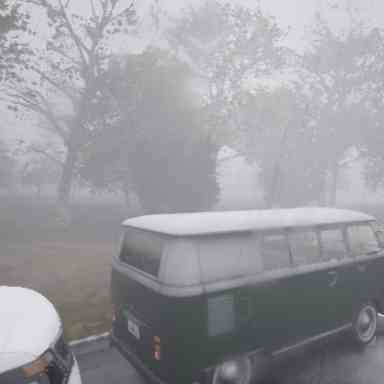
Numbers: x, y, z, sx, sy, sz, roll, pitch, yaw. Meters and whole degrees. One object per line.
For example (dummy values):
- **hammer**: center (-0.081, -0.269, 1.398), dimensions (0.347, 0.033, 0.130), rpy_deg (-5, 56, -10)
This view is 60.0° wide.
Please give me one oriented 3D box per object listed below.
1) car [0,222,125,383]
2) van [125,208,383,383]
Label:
- **car**: center (-3.439, 1.227, 1.604), dimensions (5.566, 2.045, 2.435), rpy_deg (0, 0, -33)
- **van**: center (1.170, 1.257, 4.886), dimensions (4.442, 1.987, 1.878), rpy_deg (0, 0, -33)
